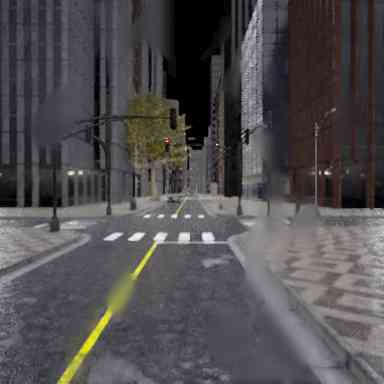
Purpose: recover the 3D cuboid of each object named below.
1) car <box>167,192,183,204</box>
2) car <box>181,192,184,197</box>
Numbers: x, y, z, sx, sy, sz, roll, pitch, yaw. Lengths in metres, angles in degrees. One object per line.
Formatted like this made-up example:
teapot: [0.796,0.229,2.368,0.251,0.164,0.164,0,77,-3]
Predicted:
car: [-2.995,1.218,54.837,1.994,1.385,4.181,0,1,0]
car: [-2.993,0.741,84.735,1.882,1.535,5.008,0,0,0]
